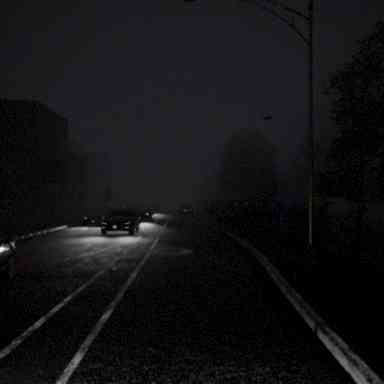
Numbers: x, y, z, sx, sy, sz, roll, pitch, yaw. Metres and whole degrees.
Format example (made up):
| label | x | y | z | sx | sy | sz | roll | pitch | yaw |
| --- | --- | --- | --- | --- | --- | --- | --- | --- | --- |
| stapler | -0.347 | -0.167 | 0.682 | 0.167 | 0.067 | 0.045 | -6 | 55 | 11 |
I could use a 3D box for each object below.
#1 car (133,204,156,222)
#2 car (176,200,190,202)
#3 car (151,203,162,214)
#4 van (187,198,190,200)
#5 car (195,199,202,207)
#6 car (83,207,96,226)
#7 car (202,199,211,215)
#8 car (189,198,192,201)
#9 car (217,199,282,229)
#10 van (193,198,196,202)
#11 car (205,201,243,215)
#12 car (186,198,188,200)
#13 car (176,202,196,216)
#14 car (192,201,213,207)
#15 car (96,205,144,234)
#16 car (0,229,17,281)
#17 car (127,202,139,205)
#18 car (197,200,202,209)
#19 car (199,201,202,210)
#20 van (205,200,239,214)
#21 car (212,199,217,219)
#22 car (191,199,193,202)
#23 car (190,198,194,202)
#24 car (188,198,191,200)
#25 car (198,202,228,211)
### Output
| label | x | y | z | sx | sy | sz | roll | pitch | yaw |
| --- | --- | --- | --- | --- | --- | --- | --- | --- | --- |
| car | -4.817 | 2.125 | 32.099 | 1.895 | 1.301 | 4.718 | 0 | -1 | -2 |
| car | -1.860 | 2.801 | 65.591 | 1.895 | 1.301 | 4.718 | 0 | -1 | -3 |
| car | -5.404 | 2.384 | 48.916 | 2.128 | 1.511 | 4.902 | 0 | -1 | -2 |
| van | 1.792 | 2.813 | 89.201 | 4.442 | 1.987 | 1.878 | 1 | -1 | -25 |
| car | 3.672 | 2.518 | 56.599 | 5.366 | 1.575 | 1.946 | 1 | -1 | -22 |
| car | -7.437 | 1.935 | 27.075 | 1.812 | 1.442 | 4.674 | 0 | -1 | -2 |
| car | 4.517 | 1.908 | 38.924 | 5.566 | 2.045 | 2.435 | 1 | -2 | -22 |
| car | 2.331 | 2.999 | 83.341 | 4.674 | 1.452 | 2.002 | 0 | 0 | -24 |
| car | 5.044 | 1.566 | 24.142 | 5.566 | 2.045 | 2.435 | 1 | -2 | -22 |
| van | 3.241 | 2.558 | 71.565 | 4.442 | 1.987 | 1.878 | 1 | -1 | -23 |
| car | 4.302 | 2.162 | 44.835 | 4.553 | 1.767 | 2.185 | 1 | -1 | -22 |
| car | 1.387 | 3.167 | 95.167 | 4.674 | 1.452 | 2.002 | 1 | -1 | -25 |
| car | -0.884 | 2.341 | 43.559 | 1.994 | 1.385 | 4.181 | 0 | -1 | -2 |
| car | 2.557 | 2.957 | 80.402 | 4.674 | 1.452 | 2.002 | 1 | -1 | -24 |
| car | -4.415 | 1.771 | 21.063 | 1.837 | 1.490 | 4.892 | 0 | -2 | -2 |
| car | -5.155 | 1.498 | 6.938 | 1.837 | 1.490 | 4.892 | 0 | 0 | -13 |
| car | -8.091 | 2.173 | 45.540 | 2.097 | 1.767 | 4.553 | 0 | -1 | -2 |
| car | 4.125 | 2.468 | 53.773 | 5.366 | 1.575 | 1.946 | 1 | -2 | -22 |
| car | 4.084 | 2.439 | 50.754 | 4.792 | 1.488 | 2.163 | 1 | -1 | -22 |
| van | 4.271 | 2.125 | 47.835 | 4.442 | 1.987 | 1.878 | 1 | -2 | -22 |
| car | 4.891 | 1.634 | 27.066 | 5.566 | 2.045 | 2.435 | 1 | -1 | -22 |
| car | 2.950 | 2.828 | 74.476 | 5.008 | 1.535 | 2.097 | 1 | -1 | -24 |
| car | 2.939 | 2.874 | 77.515 | 5.366 | 1.575 | 1.946 | 1 | -1 | -24 |
| car | 2.128 | 3.040 | 86.288 | 4.674 | 1.452 | 2.002 | 1 | -1 | -25 |
| car | 3.730 | 2.580 | 59.640 | 4.892 | 1.521 | 2.231 | 1 | -1 | -23 |
